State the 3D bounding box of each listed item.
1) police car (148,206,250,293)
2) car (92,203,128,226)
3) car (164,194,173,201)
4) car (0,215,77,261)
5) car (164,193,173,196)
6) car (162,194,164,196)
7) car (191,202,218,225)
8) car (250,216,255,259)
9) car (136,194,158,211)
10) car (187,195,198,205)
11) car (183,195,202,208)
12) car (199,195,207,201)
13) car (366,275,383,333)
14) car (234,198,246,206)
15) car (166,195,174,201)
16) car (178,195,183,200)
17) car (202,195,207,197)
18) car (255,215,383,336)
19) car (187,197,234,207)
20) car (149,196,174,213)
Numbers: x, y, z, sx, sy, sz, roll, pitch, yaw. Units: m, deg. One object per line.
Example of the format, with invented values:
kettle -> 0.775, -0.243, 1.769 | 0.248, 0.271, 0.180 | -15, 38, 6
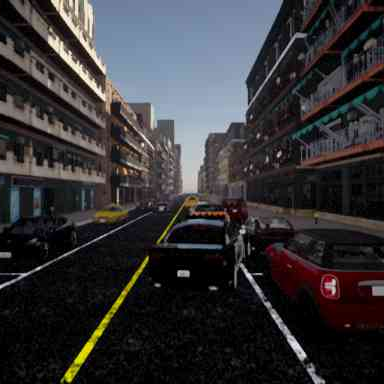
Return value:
police car -> 0.400, 1.414, 9.148 | 1.930, 1.638, 5.238 | -1, 0, 13
car -> -5.658, 1.504, 23.428 | 1.752, 1.417, 4.829 | 0, 0, 0
car -> -5.584, 1.350, 79.962 | 1.967, 1.590, 4.097 | 0, 0, 0
car -> -5.673, 1.555, 12.325 | 1.947, 1.339, 4.313 | 0, 0, 0
car -> -5.591, 1.233, 74.326 | 2.192, 1.841, 5.009 | 0, 0, 0
car -> -5.628, 1.268, 46.145 | 2.192, 1.841, 5.009 | 0, 0, 0
car -> 0.856, 1.503, 24.803 | 1.812, 1.442, 4.674 | 0, 0, 0
car -> 2.708, 1.540, 12.311 | 2.008, 1.369, 4.403 | 0, 0, 0
car -> -5.636, 1.399, 40.508 | 1.967, 1.590, 4.097 | 0, 0, 0
car -> 0.078, 1.414, 60.190 | 1.882, 1.535, 5.008 | 0, 0, 0
car -> 0.064, 1.431, 45.559 | 1.882, 1.535, 5.008 | 0, 0, 0
car -> 2.803, 1.447, 85.584 | 1.887, 1.381, 4.507 | 0, 0, 0
car -> 2.693, 1.544, 1.038 | 1.887, 1.381, 4.507 | 0, 0, 0
car -> 2.724, 1.293, 23.584 | 2.192, 1.841, 5.009 | 0, 0, 0
car -> -5.577, 1.448, 85.600 | 1.887, 1.381, 4.507 | 0, 0, 0
car -> -2.876, 1.492, 94.228 | 1.895, 1.301, 4.718 | 0, 0, 0
car -> 2.789, 1.443, 74.482 | 1.752, 1.417, 4.829 | 0, 0, 0
car -> 2.701, 1.434, 6.675 | 1.967, 1.590, 4.097 | 0, 0, 0
car -> 0.924, 1.334, 18.781 | 2.097, 1.767, 4.553 | 0, 0, 0
car -> -3.053, 1.456, 35.942 | 2.128, 1.511, 4.902 | 0, 0, 0
